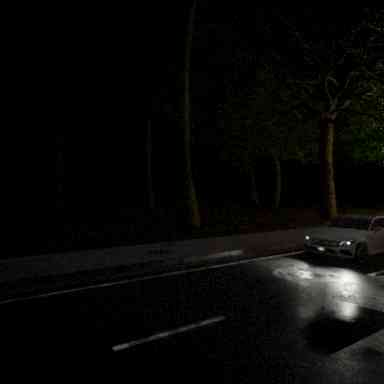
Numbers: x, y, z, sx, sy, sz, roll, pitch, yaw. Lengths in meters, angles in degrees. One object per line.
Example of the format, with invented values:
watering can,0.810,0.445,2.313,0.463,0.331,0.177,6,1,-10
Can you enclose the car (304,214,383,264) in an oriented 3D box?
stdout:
car,6.015,1.533,11.929,4.674,1.442,1.812,0,0,-35
